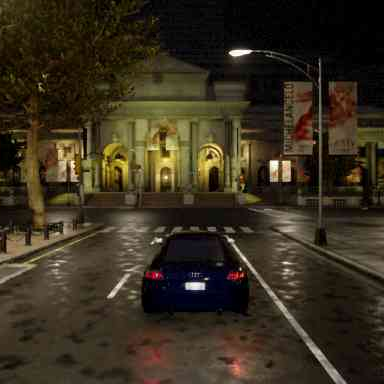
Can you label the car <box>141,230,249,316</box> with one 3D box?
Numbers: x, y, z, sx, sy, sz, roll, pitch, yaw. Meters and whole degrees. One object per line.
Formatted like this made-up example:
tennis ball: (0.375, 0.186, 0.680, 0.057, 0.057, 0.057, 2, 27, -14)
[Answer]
car: (0.070, 1.564, 7.639, 1.994, 1.385, 4.181, 0, 0, 0)
